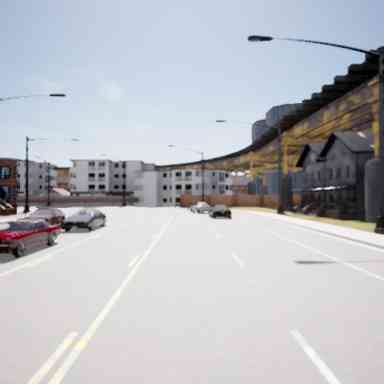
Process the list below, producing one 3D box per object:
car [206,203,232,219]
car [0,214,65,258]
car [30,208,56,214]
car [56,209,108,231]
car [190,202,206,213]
[{"bbox_3d":[2.968,2.043,35.379,1.994,1.385,4.181,0,-1,-4],"label":"car"},{"bbox_3d":[-7.286,1.825,13.960,1.895,1.301,4.718,0,-1,-1],"label":"car"},{"bbox_3d":[-10.845,1.951,24.739,1.812,1.442,4.674,0,-1,-1],"label":"car"},{"bbox_3d":[-7.416,1.905,23.577,2.033,1.411,5.357,0,-1,-1],"label":"car"},{"bbox_3d":[1.168,2.160,46.153,1.812,1.442,4.674,0,-1,-19],"label":"car"}]
